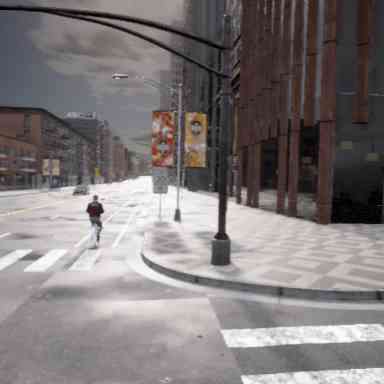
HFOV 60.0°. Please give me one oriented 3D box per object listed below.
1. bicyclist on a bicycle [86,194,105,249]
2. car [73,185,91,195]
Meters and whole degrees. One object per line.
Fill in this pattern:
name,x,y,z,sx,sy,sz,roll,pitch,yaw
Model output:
bicyclist on a bicycle,-3.258,0.962,11.361,0.659,1.776,1.843,1,2,-7
car,-16.537,-0.306,50.067,1.837,1.490,4.892,1,2,-7
